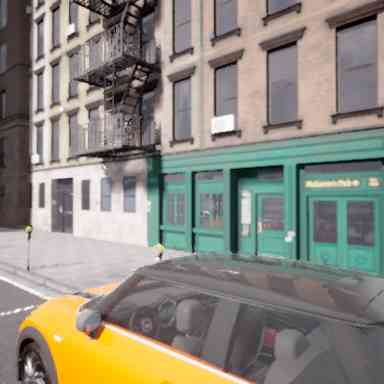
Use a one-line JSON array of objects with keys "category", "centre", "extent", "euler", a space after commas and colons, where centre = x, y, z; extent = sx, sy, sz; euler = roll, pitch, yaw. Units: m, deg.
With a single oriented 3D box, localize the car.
[{"category": "car", "centre": [0.087, 1.412, 3.270], "extent": [4.553, 1.767, 2.097], "euler": [-1, -1, 42]}]
